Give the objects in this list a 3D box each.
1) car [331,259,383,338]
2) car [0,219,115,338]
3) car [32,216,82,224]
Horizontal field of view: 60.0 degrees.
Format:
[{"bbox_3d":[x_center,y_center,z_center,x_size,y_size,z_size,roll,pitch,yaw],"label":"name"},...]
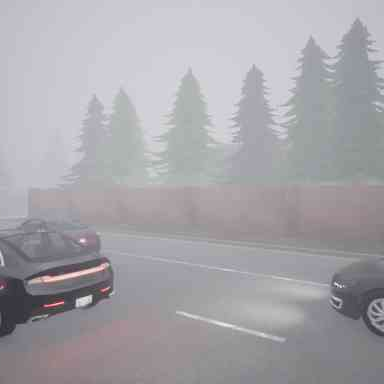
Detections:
[{"bbox_3d":[4.688,1.503,4.938,4.892,1.490,1.837,-1,0,36],"label":"car"},{"bbox_3d":[-3.656,1.492,6.617,4.902,1.511,2.128,0,0,36],"label":"car"},{"bbox_3d":[-5.188,1.564,12.014,4.181,1.385,1.994,0,0,37],"label":"car"}]
